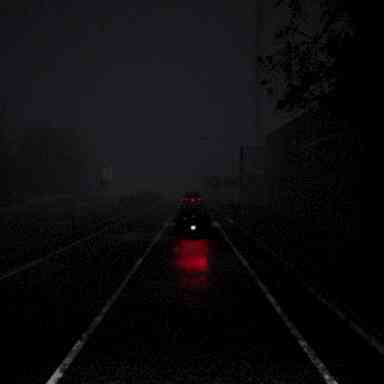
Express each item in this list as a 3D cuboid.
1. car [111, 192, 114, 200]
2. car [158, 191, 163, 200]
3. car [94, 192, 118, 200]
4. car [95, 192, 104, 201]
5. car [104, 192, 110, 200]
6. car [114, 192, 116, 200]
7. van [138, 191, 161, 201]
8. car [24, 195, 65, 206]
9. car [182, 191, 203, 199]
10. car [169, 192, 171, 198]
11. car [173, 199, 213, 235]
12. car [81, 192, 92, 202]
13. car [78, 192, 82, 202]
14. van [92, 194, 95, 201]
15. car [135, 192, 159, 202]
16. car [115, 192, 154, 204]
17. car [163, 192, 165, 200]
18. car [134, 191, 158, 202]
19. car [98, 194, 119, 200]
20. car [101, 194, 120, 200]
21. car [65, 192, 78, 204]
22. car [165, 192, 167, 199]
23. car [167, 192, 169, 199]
[{"bbox_3d":[-21.961,1.240,79.450,4.792,1.488,2.163,0,0,0],"label":"car"},{"bbox_3d":[-8.917,0.857,62.791,5.566,2.045,2.435,0,0,0],"label":"car"},{"bbox_3d":[-21.974,0.973,85.019,5.566,2.045,2.435,0,0,0],"label":"car"},{"bbox_3d":[-21.974,1.232,71.094,4.674,1.452,2.002,0,0,0],"label":"car"},{"bbox_3d":[-21.795,1.194,73.879,5.366,1.575,1.946,0,0,0],"label":"car"},{"bbox_3d":[-22.025,1.246,82.235,4.792,1.488,2.163,0,0,0],"label":"car"},{"bbox_3d":[-8.778,0.891,68.396,4.442,1.987,1.878,0,0,0],"label":"van"},{"bbox_3d":[-21.959,1.203,48.818,5.008,1.535,2.097,0,0,0],"label":"car"},{"bbox_3d":[0.064,0.927,37.712,2.150,2.045,5.566,0,0,0],"label":"car"},{"bbox_3d":[-8.927,1.178,90.822,5.008,1.535,2.097,0,0,0],"label":"car"},{"bbox_3d":[0.062,1.366,17.955,1.837,1.490,4.892,0,1,0],"label":"car"},{"bbox_3d":[-21.937,1.051,62.742,4.553,1.767,2.185,0,0,0],"label":"car"},{"bbox_3d":[-21.967,1.218,57.173,4.674,1.452,2.002,0,0,0],"label":"car"},{"bbox_3d":[-22.087,0.954,65.522,4.442,1.987,1.878,0,0,0],"label":"van"},{"bbox_3d":[-8.859,0.985,65.591,4.553,1.767,2.185,0,0,0],"label":"car"},{"bbox_3d":[-8.879,1.125,51.580,4.892,1.521,2.231,0,0,0],"label":"car"},{"bbox_3d":[-8.891,1.124,71.199,4.892,1.521,2.231,0,0,0],"label":"car"},{"bbox_3d":[-8.915,0.863,54.381,5.566,2.045,2.435,0,0,0],"label":"car"},{"bbox_3d":[-22.001,1.235,87.805,5.008,1.535,2.097,0,0,0],"label":"car"},{"bbox_3d":[-22.009,1.285,90.466,4.674,1.452,2.002,0,0,0],"label":"car"},{"bbox_3d":[-21.969,1.182,54.386,5.008,1.535,2.097,0,0,0],"label":"car"},{"bbox_3d":[-8.901,1.135,76.806,5.008,1.535,2.097,0,0,0],"label":"car"},{"bbox_3d":[-8.941,0.891,79.610,5.566,2.045,2.435,0,0,0],"label":"car"}]
